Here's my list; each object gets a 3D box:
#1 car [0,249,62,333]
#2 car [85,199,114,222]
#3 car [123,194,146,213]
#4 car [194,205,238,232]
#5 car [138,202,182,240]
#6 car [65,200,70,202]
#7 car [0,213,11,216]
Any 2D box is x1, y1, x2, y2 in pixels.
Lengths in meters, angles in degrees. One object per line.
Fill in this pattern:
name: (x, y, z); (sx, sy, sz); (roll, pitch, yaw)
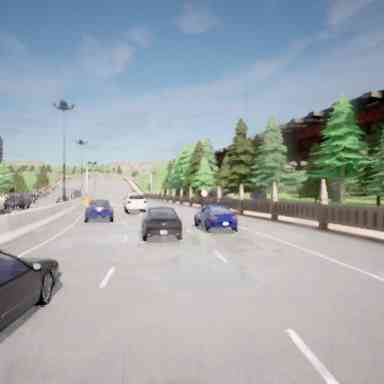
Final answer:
car: (-3.663, 1.555, 4.913); (2.033, 1.411, 5.357); (0, 0, -4)
car: (-7.359, 1.347, 26.647); (2.097, 1.767, 4.553); (0, 0, -14)
car: (-6.249, 1.205, 36.388); (2.150, 2.045, 5.566); (0, 0, -15)
car: (1.359, 1.499, 19.825); (1.812, 1.442, 4.674); (0, 0, -11)
car: (-1.628, 1.493, 16.861); (1.837, 1.490, 4.892); (0, 0, -10)
car: (-24.321, 1.528, 63.016); (2.128, 1.511, 4.902); (0, 0, -15)
car: (-13.562, 1.623, 22.067); (1.895, 1.301, 4.718); (0, 0, -14)
